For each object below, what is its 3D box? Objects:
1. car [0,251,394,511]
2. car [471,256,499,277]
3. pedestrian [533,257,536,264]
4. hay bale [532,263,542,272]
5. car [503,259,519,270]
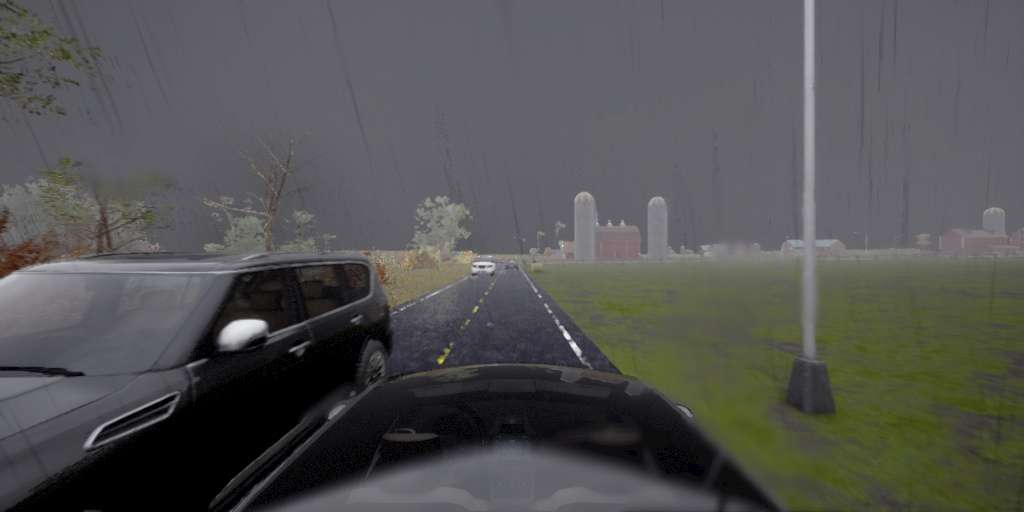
[{"bbox_3d":[-2.831,0.969,3.144,2.150,2.045,5.566,0,0,0],"label":"car"},{"bbox_3d":[-2.833,0.982,36.606,2.150,2.045,5.566,0,0,0],"label":"car"},{"bbox_3d":[2.833,1.048,45.755,0.375,1.860,0.375,-1,1,-3],"label":"pedestrian"},{"bbox_3d":[3.132,1.423,44.668,1.220,1.180,1.240,0,0,0],"label":"hay bale"},{"bbox_3d":[0.023,1.304,54.836,1.812,1.442,4.674,0,0,0],"label":"car"}]
